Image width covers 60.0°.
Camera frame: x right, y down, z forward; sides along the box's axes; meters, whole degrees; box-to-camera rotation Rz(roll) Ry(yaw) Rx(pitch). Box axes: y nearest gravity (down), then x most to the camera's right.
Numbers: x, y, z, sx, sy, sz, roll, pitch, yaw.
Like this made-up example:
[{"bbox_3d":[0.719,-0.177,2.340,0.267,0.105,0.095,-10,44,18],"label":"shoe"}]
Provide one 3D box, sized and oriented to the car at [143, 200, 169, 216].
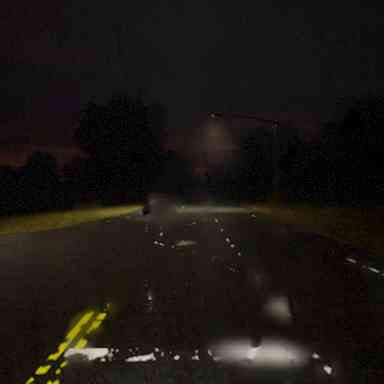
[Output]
[{"bbox_3d":[-3.260,1.420,30.498,1.994,1.385,4.181,0,1,1],"label":"car"}]
